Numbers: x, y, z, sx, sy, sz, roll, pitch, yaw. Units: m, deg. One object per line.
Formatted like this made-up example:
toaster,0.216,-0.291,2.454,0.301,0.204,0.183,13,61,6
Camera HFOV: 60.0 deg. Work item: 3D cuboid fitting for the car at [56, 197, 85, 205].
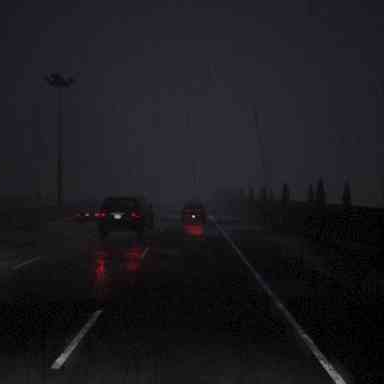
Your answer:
car,-14.094,1.526,37.711,1.812,1.442,4.674,0,0,0

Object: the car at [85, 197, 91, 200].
car,-17.933,1.604,56.852,2.033,1.411,5.357,0,0,-2

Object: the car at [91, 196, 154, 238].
car,-3.397,1.222,17.885,2.150,2.045,5.566,0,0,0

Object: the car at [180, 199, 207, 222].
car,0.103,1.503,26.073,1.837,1.490,4.892,0,0,0

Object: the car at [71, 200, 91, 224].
car,-6.897,1.548,24.412,2.033,1.411,5.357,0,0,0
